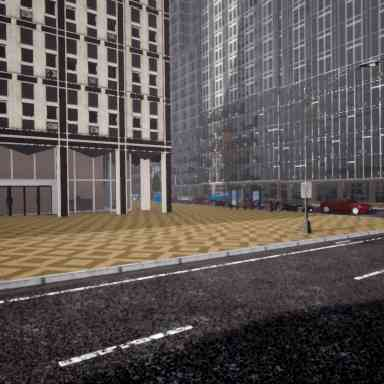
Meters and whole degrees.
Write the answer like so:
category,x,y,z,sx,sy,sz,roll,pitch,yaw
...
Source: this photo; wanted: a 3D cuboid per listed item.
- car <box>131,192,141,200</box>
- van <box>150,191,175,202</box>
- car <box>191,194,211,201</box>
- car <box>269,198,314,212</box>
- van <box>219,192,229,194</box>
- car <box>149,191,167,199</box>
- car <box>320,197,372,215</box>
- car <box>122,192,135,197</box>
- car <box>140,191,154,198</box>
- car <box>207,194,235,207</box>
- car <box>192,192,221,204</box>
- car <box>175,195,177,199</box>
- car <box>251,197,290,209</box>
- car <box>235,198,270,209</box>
category,x,y,z,sx,sy,sz,roll,pitch,yaw
car,-11.637,1.039,68.065,2.008,1.369,4.403,0,1,-34
van,-5.218,0.937,58.681,1.690,1.788,3.998,0,1,-34
car,1.698,1.043,63.414,1.802,1.307,4.206,0,1,-34
car,10.721,1.424,35.157,1.947,1.339,4.313,0,1,-34
van,4.907,0.855,58.721,1.690,1.788,3.998,0,1,-34
car,-7.930,0.615,77.483,2.192,1.841,5.009,0,1,-34
car,15.299,1.330,33.255,1.882,1.535,5.008,-1,1,-34
car,-17.558,0.688,91.558,2.008,1.369,4.403,0,1,-34
car,-11.140,0.686,82.175,1.967,1.590,4.097,0,1,-34
car,4.365,1.319,44.583,1.947,1.339,4.313,0,1,-34
car,2.065,1.202,52.648,1.994,1.385,4.181,-1,1,-34
car,-4.721,0.936,72.796,1.802,1.307,4.206,0,1,-34
car,9.696,1.363,41.463,1.895,1.301,4.718,-1,1,-35
car,7.526,1.388,39.860,1.802,1.307,4.206,0,1,-34
